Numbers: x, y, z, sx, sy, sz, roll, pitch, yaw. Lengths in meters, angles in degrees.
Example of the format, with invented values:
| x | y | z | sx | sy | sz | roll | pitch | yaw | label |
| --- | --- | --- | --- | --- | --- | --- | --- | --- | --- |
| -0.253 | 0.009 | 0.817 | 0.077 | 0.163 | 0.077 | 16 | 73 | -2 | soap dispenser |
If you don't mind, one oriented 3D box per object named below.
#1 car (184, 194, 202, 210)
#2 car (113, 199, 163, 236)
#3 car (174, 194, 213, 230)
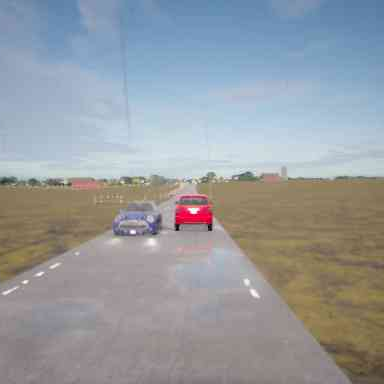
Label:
| x | y | z | sx | sy | sz | roll | pitch | yaw | label |
| --- | --- | --- | --- | --- | --- | --- | --- | --- | --- |
| 0.092 | 1.101 | 39.768 | 2.097 | 1.767 | 4.553 | 0 | 1 | 0 | car |
| -2.779 | 1.289 | 17.990 | 2.097 | 1.767 | 4.553 | 0 | 0 | 0 | car |
| 0.096 | 1.144 | 20.459 | 2.150 | 2.045 | 5.566 | 0 | 0 | 0 | car |
